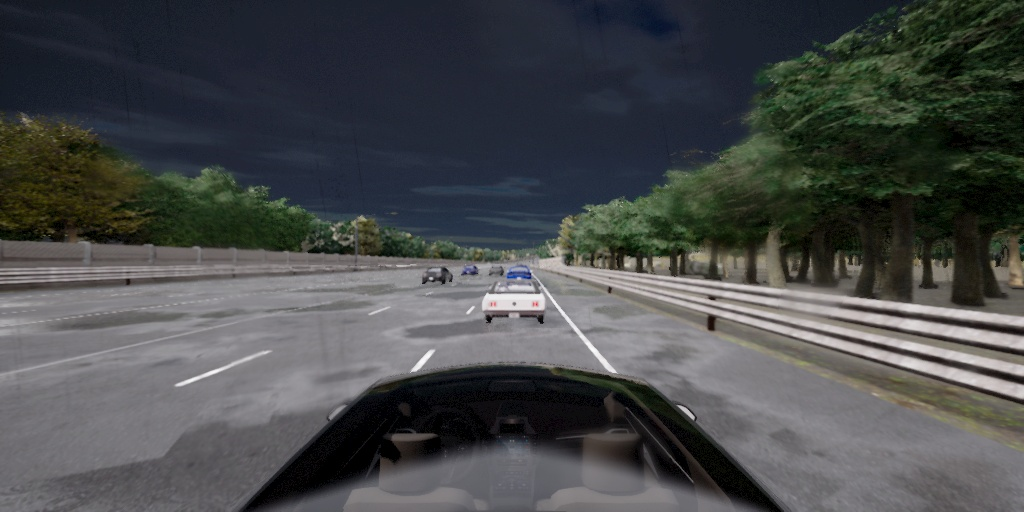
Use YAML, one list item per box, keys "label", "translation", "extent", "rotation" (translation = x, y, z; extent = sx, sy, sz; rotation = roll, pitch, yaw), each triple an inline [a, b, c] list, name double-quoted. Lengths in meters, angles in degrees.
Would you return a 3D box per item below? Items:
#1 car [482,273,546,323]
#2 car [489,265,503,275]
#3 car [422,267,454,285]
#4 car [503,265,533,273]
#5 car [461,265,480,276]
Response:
- label: "car"
  translation: [0.114, 1.448, 12.585]
  extent: [1.895, 1.301, 4.718]
  rotation: [0, -1, 1]
- label: "car"
  translation: [-2.102, 1.956, 50.342]
  extent: [2.128, 1.511, 4.902]
  rotation: [0, -1, 1]
- label: "car"
  translation: [-6.243, 1.611, 30.308]
  extent: [1.812, 1.442, 4.674]
  rotation: [0, -1, 2]
- label: "car"
  translation: [0.596, 1.530, 28.125]
  extent: [1.882, 1.535, 5.008]
  rotation: [0, -1, 2]
- label: "car"
  translation: [-5.638, 1.944, 48.892]
  extent: [1.812, 1.442, 4.674]
  rotation: [0, -1, 2]
